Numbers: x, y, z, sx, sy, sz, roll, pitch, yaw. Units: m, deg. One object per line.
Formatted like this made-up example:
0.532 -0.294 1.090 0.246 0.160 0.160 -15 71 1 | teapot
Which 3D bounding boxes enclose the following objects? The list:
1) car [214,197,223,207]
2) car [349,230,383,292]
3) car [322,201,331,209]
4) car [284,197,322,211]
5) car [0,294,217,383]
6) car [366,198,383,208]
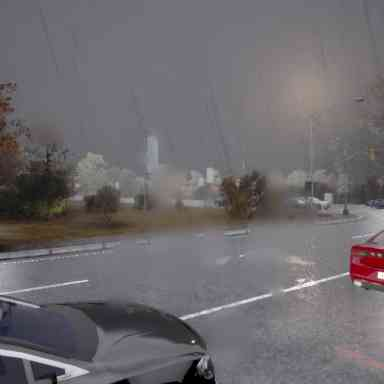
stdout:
5.056 1.296 44.561 1.837 1.490 4.892 -1 0 -39 | car
5.709 1.445 7.814 5.008 1.535 1.882 0 0 -36 | car
13.898 1.281 39.162 1.812 1.442 4.674 -1 0 -39 | car
11.113 1.334 37.009 2.033 1.411 5.357 -1 0 -39 | car
-2.007 1.492 2.299 4.902 1.511 2.128 0 0 -35 | car
23.367 1.237 38.832 2.033 1.411 5.357 -1 0 -39 | car
